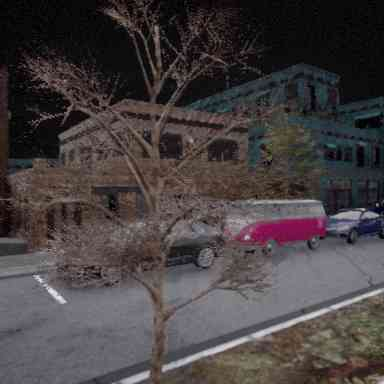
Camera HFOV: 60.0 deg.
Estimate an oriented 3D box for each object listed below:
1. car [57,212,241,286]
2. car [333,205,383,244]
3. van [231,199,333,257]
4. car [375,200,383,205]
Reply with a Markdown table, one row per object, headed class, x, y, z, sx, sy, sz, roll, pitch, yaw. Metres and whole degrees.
| class | x | y | z | sx | sy | sz | roll | pitch | yaw |
| --- | --- | --- | --- | --- | --- | --- | --- | --- | --- |
| car | -1.234 | 1.478 | 9.524 | 4.892 | 1.521 | 2.231 | 0 | 0 | -36 |
| car | 7.731 | 1.526 | 15.967 | 4.674 | 1.452 | 2.002 | 0 | 0 | -36 |
| van | 3.149 | 1.253 | 12.674 | 4.442 | 1.987 | 1.878 | 0 | 0 | -36 |
| car | 12.187 | 1.248 | 19.171 | 5.566 | 2.045 | 2.435 | 0 | 0 | -36 |
